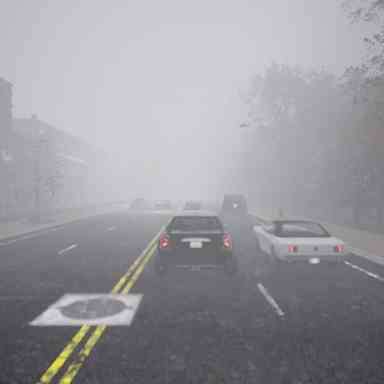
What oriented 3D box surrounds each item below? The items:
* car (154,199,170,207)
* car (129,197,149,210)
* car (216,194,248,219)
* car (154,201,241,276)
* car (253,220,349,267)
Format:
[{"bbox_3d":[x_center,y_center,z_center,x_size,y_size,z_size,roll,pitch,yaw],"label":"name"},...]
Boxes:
[{"bbox_3d":[-3.329,1.511,39.938,1.994,1.385,4.181,0,0,0],"label":"car"},{"bbox_3d":[-6.579,1.452,41.507,1.837,1.490,4.892,0,0,0],"label":"car"},{"bbox_3d":[3.355,1.184,28.394,2.150,2.045,5.566,0,0,0],"label":"car"},{"bbox_3d":[0.102,1.338,10.465,2.097,1.767,4.553,0,0,0],"label":"car"},{"bbox_3d":[3.352,1.586,11.304,1.895,1.301,4.718,0,0,0],"label":"car"}]
